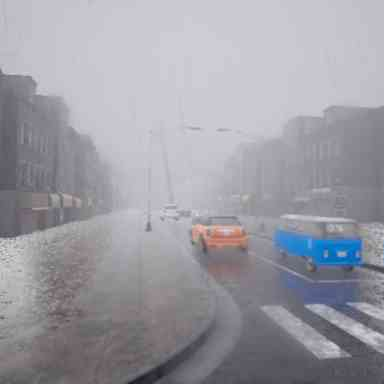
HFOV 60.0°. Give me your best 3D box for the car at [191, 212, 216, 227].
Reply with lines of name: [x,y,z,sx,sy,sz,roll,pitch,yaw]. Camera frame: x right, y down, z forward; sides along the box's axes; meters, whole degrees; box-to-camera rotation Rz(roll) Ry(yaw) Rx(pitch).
car: [1.134,2.730,33.762,1.802,1.307,4.206,1,-2,-9]

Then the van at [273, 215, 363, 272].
van: [4.382,1.763,12.156,1.690,1.788,3.998,1,-2,-8]

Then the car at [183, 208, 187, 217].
car: [-1.295,3.293,52.504,1.882,1.535,5.008,1,-2,-8]

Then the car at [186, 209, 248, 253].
car: [1.179,1.880,16.425,2.097,1.767,4.553,1,-2,-8]

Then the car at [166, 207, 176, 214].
car: [-4.571,4.048,71.752,1.752,1.417,4.829,1,-2,-9]

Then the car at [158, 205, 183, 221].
car: [-2.918,2.673,43.384,2.150,2.045,5.566,1,-2,-8]

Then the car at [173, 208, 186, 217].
car: [-2.326,3.594,59.422,1.812,1.442,4.674,1,-2,-8]

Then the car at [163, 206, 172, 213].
car: [-6.168,4.367,82.392,1.967,1.590,4.097,1,-2,-9]
